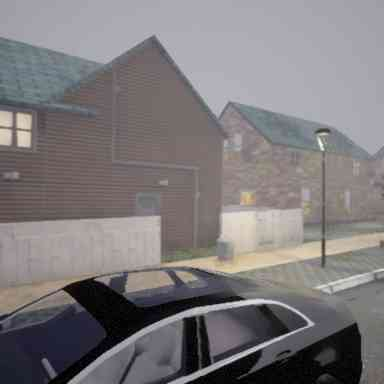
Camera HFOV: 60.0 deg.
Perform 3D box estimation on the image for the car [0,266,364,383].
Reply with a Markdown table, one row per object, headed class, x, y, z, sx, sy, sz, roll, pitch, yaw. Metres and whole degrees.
| class | x | y | z | sx | sy | sz | roll | pitch | yaw |
| --- | --- | --- | --- | --- | --- | --- | --- | --- | --- |
| car | -0.559 | 1.493 | 2.662 | 4.902 | 1.511 | 2.128 | 0 | 0 | -35 |
